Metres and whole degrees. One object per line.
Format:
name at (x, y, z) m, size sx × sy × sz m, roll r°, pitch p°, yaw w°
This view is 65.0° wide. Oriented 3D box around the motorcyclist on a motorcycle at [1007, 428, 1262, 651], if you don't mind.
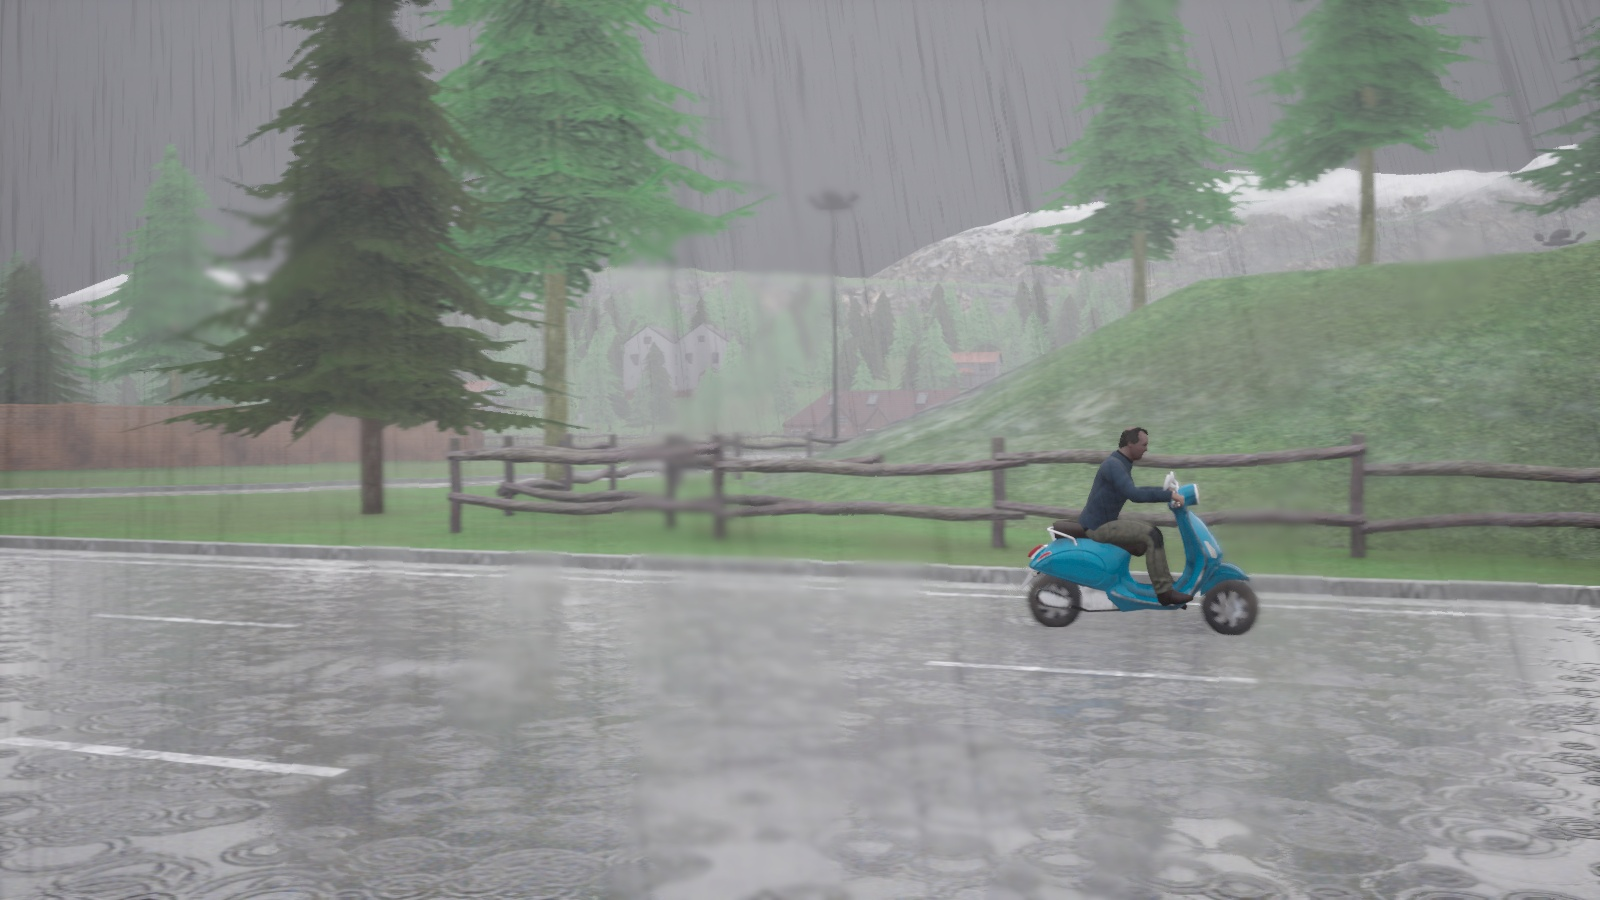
motorcyclist on a motorcycle at (2.585, 0.634, 9.708) m, size 1.817 × 1.590 × 0.866 m, roll 1°, pitch 1°, yaw 19°
